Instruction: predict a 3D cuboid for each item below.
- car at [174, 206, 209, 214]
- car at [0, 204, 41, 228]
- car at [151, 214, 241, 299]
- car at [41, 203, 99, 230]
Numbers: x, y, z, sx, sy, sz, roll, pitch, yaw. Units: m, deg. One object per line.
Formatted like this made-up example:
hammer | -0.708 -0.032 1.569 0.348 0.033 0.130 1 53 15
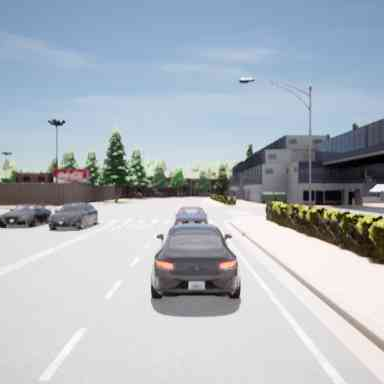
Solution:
car | -0.039 1.494 18.238 2.033 1.411 5.357 0 0 0
car | -10.643 1.504 21.620 1.994 1.385 4.181 0 0 0
car | 0.063 1.502 8.261 1.812 1.442 4.674 0 0 -1
car | -7.145 1.449 20.518 1.837 1.490 4.892 0 0 0
